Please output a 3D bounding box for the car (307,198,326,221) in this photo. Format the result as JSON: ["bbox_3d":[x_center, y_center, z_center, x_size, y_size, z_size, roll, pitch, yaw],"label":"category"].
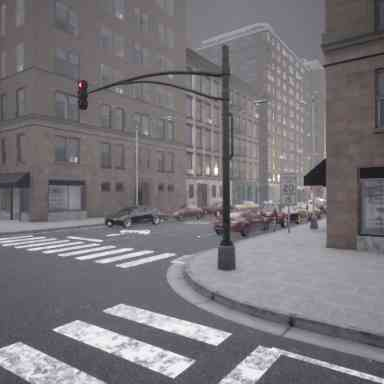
[{"bbox_3d":[9.173,1.495,26.905,1.752,1.417,4.829,0,0,35],"label":"car"}]

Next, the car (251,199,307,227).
[{"bbox_3d":[5.881,1.411,22.265,1.967,1.590,4.097,0,0,35],"label":"car"}]

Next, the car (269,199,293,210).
[{"bbox_3d":[12.107,1.601,44.909,1.802,1.307,4.206,0,0,35],"label":"car"}]

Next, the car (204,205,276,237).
[{"bbox_3d":[2.688,1.555,17.764,1.802,1.307,4.206,0,0,35],"label":"car"}]

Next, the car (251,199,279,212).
[{"bbox_3d":[8.914,1.600,40.409,1.802,1.307,4.206,0,0,35],"label":"car"}]

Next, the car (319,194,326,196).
[{"bbox_3d":[21.592,1.551,58.272,1.752,1.417,4.829,0,0,35],"label":"car"}]

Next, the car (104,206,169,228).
[{"bbox_3d":[-3.858,1.590,22.406,1.947,1.339,4.313,0,0,35],"label":"car"}]

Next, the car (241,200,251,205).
[{"bbox_3d":[5.623,1.544,35.769,1.752,1.417,4.829,0,0,35],"label":"car"}]

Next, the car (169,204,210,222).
[{"bbox_3d":[-0.665,1.604,26.907,1.802,1.307,4.206,0,0,35],"label":"car"}]

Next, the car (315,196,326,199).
[{"bbox_3d":[12.268,1.408,31.268,1.967,1.590,4.097,0,0,35],"label":"car"}]

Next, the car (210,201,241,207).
[{"bbox_3d":[2.528,1.565,31.407,1.887,1.381,4.507,0,0,35],"label":"car"}]
